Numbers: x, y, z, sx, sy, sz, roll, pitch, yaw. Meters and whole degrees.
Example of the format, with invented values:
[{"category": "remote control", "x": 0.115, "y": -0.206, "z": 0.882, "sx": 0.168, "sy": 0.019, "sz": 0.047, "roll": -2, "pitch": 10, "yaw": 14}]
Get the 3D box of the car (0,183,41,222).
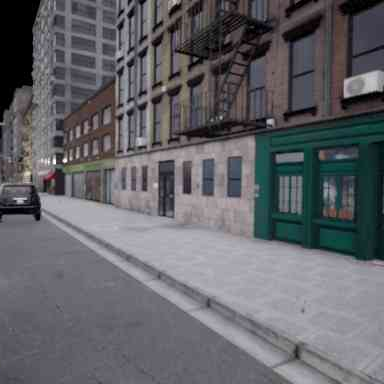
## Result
[{"category": "car", "x": -10.119, "y": 0.482, "z": 19.219, "sx": 2.150, "sy": 2.045, "sz": 5.566, "roll": 0, "pitch": 2, "yaw": -31}]
